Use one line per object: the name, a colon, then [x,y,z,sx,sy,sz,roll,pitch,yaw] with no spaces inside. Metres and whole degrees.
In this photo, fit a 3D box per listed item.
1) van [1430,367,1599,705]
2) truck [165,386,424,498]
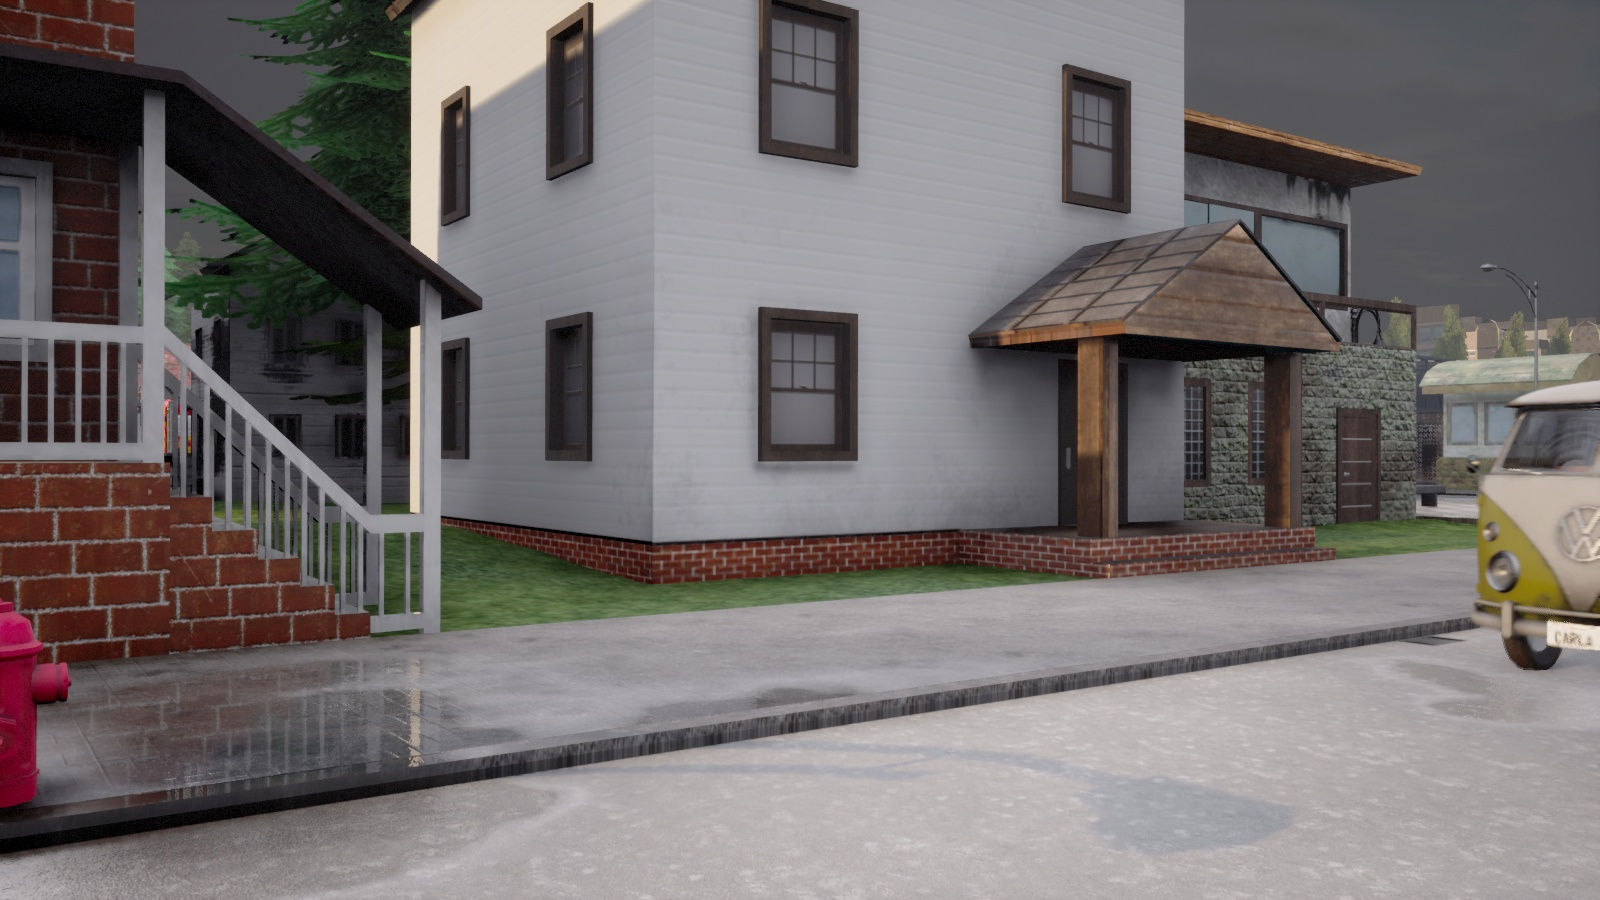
van: [6.458,0.505,8.768,4.442,1.987,1.775,0,0,-35]
truck: [-18.604,-0.266,46.530,8.468,3.827,2.891,0,0,-35]
